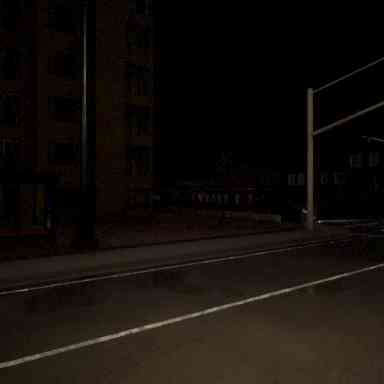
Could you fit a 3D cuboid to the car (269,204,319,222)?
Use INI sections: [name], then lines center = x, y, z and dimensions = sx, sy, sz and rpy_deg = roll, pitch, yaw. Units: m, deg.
[car]
center = 9.441, 1.869, 31.164
dimensions = 2.097, 1.767, 4.553
rpy_deg = 0, -5, -36
